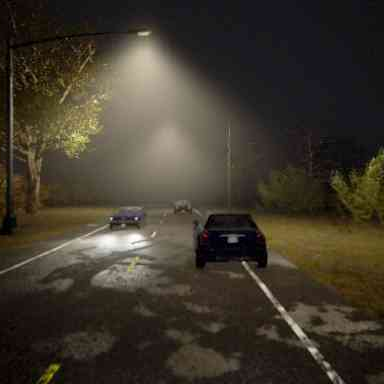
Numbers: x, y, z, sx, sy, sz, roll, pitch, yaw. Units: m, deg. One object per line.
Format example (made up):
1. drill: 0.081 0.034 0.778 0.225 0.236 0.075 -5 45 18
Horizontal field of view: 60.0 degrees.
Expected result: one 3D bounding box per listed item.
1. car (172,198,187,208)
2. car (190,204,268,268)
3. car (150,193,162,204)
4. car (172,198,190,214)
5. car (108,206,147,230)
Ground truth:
1. car: -1.838 1.548 47.541 1.994 1.385 4.181 0 0 -5
2. car: 1.105 1.360 11.466 2.097 1.767 4.553 0 0 -1
3. car: -6.730 1.486 62.529 1.812 1.442 4.674 0 0 -5
4. car: -0.977 1.599 35.044 1.895 1.301 4.718 0 0 -3
5. car: -4.013 1.613 21.335 1.895 1.301 4.718 0 0 -2
